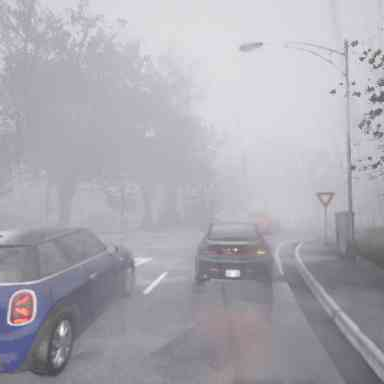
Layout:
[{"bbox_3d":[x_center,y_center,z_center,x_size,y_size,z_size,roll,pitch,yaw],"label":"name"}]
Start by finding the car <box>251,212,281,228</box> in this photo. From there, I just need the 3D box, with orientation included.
[{"bbox_3d":[6.183,2.503,28.807,2.097,1.767,4.553,-2,-4,29],"label":"car"}]

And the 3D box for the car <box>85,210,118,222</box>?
[{"bbox_3d":[-16.045,4.238,59.366,5.566,2.045,2.150,1,-4,-13],"label":"car"}]

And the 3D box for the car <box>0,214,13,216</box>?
[{"bbox_3d":[-28.797,4.024,51.259,2.033,1.411,5.357,-2,-4,36],"label":"car"}]

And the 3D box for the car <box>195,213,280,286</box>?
[{"bbox_3d":[1.206,1.548,9.519,1.837,1.490,4.892,-1,-1,8],"label":"car"}]

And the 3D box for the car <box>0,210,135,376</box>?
[{"bbox_3d":[-2.490,1.372,5.850,2.097,1.767,4.553,0,0,5],"label":"car"}]
